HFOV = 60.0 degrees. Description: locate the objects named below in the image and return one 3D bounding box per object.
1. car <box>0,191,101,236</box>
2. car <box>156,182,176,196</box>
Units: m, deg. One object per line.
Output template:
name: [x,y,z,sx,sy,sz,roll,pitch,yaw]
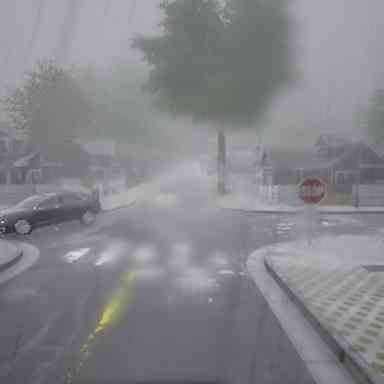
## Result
car: [-6.385,0.801,14.698,1.837,1.490,4.892,2,8,38]
car: [-2.750,-0.360,36.492,1.994,1.385,4.181,0,4,0]
